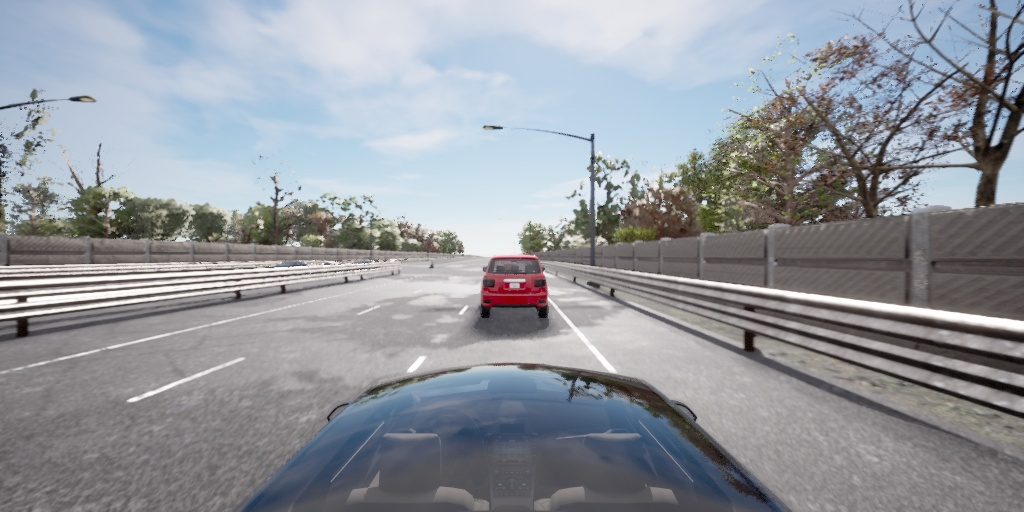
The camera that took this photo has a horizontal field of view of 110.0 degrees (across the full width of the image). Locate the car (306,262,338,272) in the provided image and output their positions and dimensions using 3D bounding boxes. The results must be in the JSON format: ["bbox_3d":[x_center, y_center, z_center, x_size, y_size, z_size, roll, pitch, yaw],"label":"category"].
[{"bbox_3d":[-21.423,1.364,41.678,1.895,1.301,4.718,0,0,-1],"label":"car"}]

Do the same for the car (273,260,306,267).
[{"bbox_3d":[-24.913,1.268,40.308,1.837,1.490,4.892,0,0,0],"label":"car"}]

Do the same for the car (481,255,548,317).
[{"bbox_3d":[0.065,0.974,13.333,2.150,2.045,5.566,0,0,0],"label":"car"}]

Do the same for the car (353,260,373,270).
[{"bbox_3d":[-17.941,1.269,42.876,1.837,1.490,4.892,0,0,-1],"label":"car"}]
